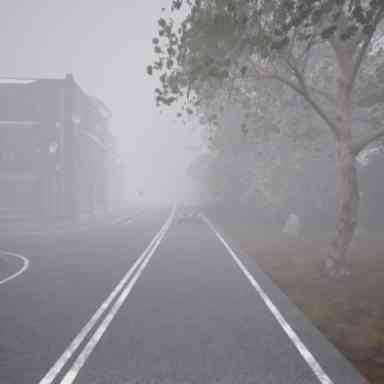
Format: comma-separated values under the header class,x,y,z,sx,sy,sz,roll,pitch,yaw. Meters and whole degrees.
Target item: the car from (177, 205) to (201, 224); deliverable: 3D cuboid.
class,x,y,z,sx,sy,sz,roll,pitch,yaw
car,-0.210,1.774,26.829,2.033,1.411,5.357,0,0,-1
